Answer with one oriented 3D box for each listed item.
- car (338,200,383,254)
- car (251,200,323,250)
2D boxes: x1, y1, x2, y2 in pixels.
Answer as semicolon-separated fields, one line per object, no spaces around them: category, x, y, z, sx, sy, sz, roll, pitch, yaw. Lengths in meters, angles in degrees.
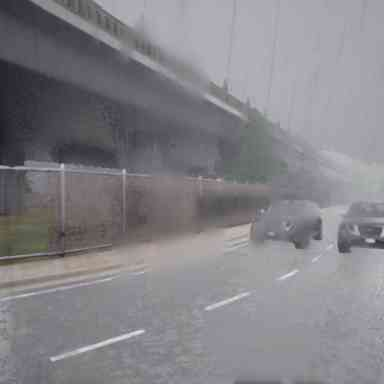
car;7.590;1.360;13.804;2.150;2.045;5.566;-1;-1;32
car;4.680;1.396;15.737;2.150;2.045;5.566;-1;-1;32
